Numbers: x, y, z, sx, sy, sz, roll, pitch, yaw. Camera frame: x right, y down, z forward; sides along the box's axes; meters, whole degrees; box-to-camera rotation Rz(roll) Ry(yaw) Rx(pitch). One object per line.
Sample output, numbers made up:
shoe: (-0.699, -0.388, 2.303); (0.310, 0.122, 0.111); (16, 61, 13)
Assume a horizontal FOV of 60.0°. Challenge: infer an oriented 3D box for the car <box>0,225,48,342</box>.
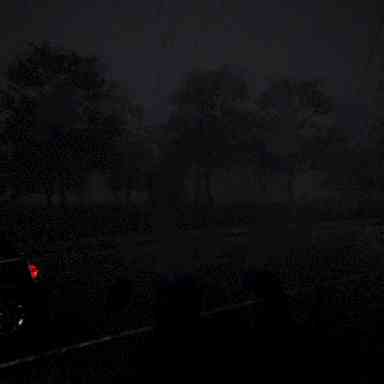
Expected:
car: (-4.666, 1.339, 4.827); (4.553, 1.767, 2.097); (0, 0, -35)
